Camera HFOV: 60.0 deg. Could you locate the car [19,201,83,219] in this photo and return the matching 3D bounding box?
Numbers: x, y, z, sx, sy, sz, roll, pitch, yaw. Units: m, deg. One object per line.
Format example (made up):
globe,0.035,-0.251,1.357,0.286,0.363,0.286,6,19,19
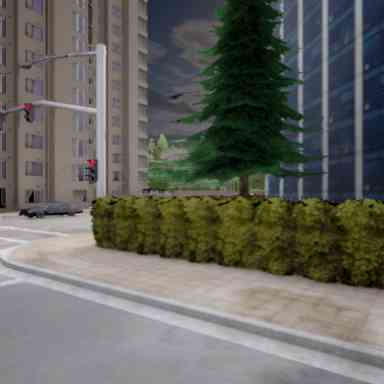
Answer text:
car,-12.440,1.552,29.746,2.033,1.411,5.357,0,0,36
